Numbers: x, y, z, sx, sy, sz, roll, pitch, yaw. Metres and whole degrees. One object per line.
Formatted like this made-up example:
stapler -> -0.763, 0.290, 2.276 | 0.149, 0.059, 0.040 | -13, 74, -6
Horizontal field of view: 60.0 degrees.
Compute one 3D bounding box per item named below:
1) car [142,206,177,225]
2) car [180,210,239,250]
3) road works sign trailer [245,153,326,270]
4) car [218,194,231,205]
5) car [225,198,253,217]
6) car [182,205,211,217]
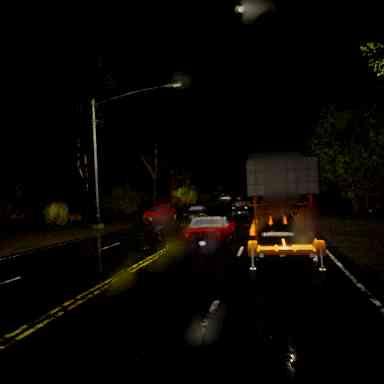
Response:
car -> -2.782, 1.952, 29.379 | 1.882, 1.535, 5.008 | -3, 0, 13
car -> 0.905, 1.785, 15.517 | 1.895, 1.301, 4.718 | -4, -2, 12
road works sign trailer -> 3.079, 0.537, 11.282 | 2.380, 3.560, 2.880 | -3, 0, 13
car -> 6.834, 1.558, 69.163 | 2.150, 2.045, 5.566 | -3, 0, 14
car -> 4.908, 1.658, 32.775 | 2.128, 1.511, 4.902 | -3, 0, 13
car -> 0.490, 1.894, 29.092 | 1.994, 1.385, 4.181 | -3, 0, 13
